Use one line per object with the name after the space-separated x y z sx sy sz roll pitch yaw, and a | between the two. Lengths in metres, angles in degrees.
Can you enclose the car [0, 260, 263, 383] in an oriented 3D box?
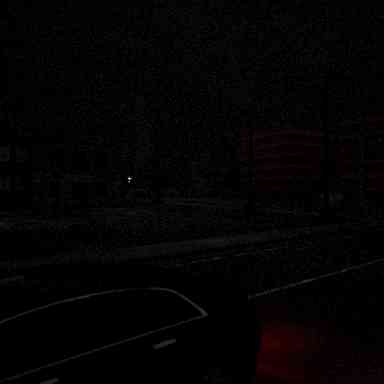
-1.479 1.505 2.962 4.892 1.490 1.837 0 0 -36 | car
